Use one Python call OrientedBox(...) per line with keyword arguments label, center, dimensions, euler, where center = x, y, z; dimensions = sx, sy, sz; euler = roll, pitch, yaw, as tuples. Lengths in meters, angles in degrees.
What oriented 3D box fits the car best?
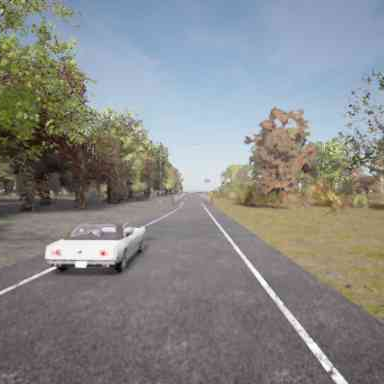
OrientedBox(label="car", center=(-2.741, 1.569, 10.708), dimensions=(1.895, 1.301, 4.718), euler=(0, 0, 2))
